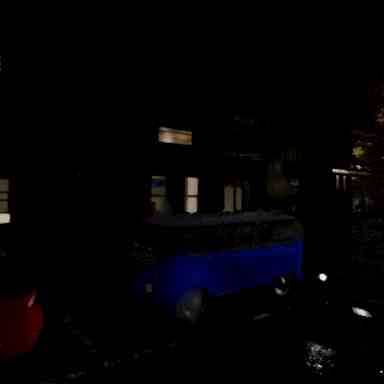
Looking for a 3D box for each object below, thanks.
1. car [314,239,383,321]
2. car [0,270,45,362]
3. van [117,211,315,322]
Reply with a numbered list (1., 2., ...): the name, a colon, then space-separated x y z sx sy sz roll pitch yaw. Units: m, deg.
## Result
1. car: 4.481 1.586 6.552 4.718 1.301 1.895 0 0 -35
2. car: -4.082 1.547 3.632 4.507 1.381 1.887 0 1 -35
3. van: 0.552 1.333 6.929 3.998 1.788 1.690 0 1 -35
